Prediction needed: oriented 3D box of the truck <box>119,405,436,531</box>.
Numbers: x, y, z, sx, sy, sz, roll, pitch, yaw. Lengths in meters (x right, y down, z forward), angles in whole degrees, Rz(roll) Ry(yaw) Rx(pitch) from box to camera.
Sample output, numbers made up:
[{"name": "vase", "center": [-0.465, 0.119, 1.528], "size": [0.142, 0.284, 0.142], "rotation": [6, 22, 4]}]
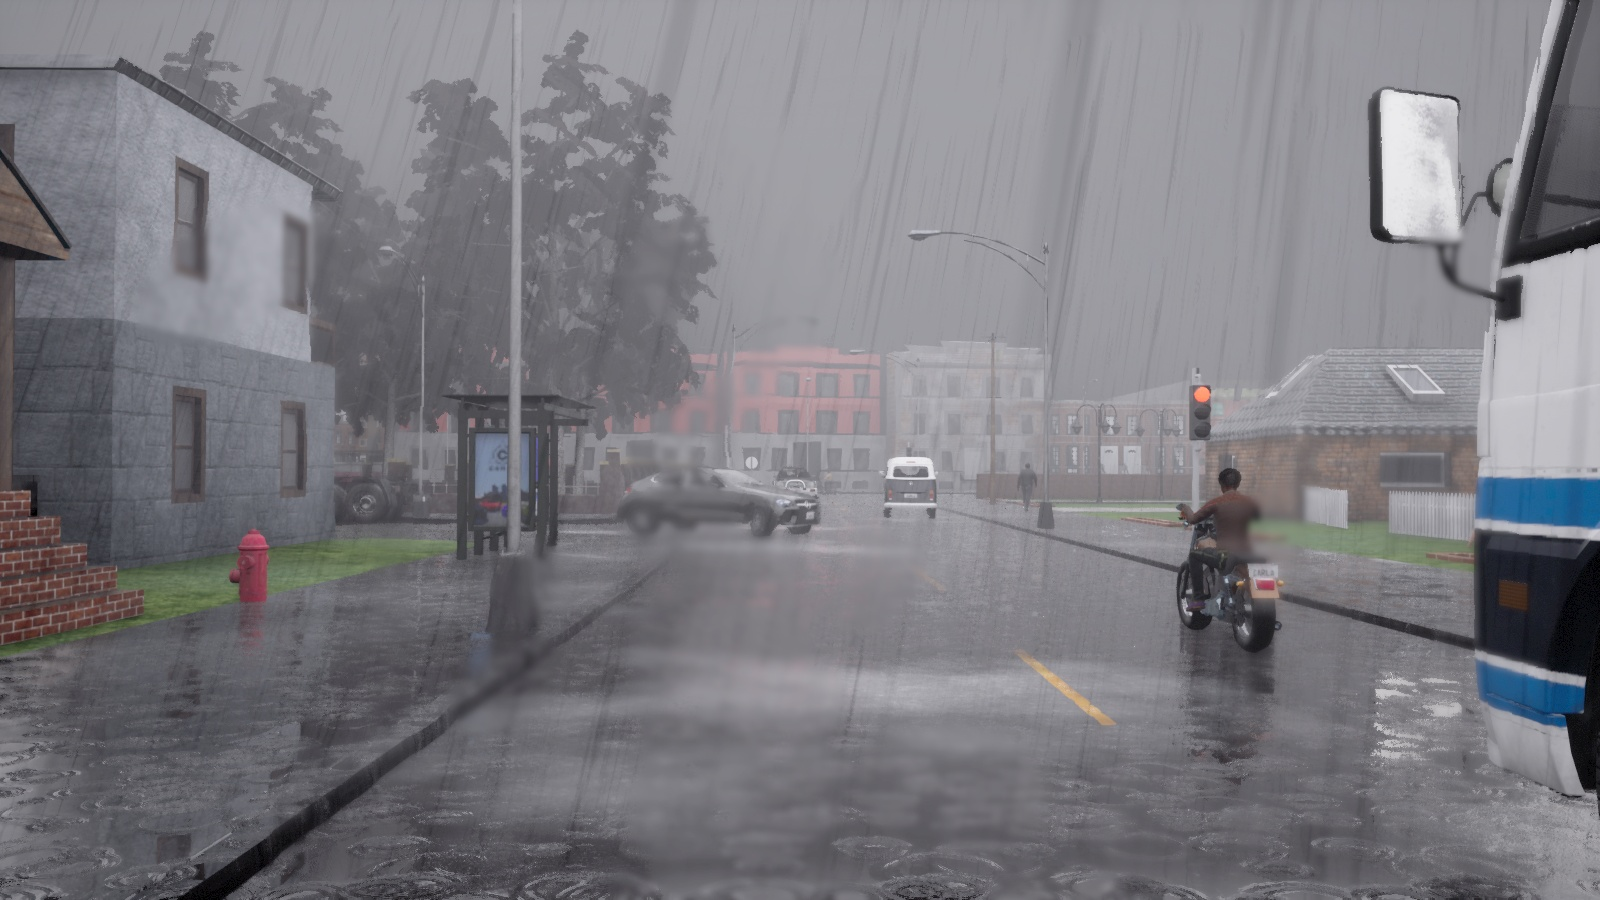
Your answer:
[{"name": "truck", "center": [-14.878, 0.500, 36.276], "size": [7.936, 3.462, 2.891], "rotation": [0, -1, -4]}]

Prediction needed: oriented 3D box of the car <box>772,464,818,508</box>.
[{"name": "car", "center": [-0.262, 1.567, 55.802], "size": [1.932, 1.855, 4.605], "rotation": [0, -1, -2]}]

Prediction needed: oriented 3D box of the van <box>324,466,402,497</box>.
[{"name": "van", "center": [-28.225, 2.041, 81.259], "size": [4.442, 1.987, 1.775], "rotation": [0, -1, 0]}]

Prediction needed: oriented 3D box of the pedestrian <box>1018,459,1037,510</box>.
[{"name": "pedestrian", "center": [8.363, 1.262, 46.181], "size": [0.563, 1.883, 0.849], "rotation": [-1, -1, 18]}]

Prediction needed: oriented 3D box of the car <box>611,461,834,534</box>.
[{"name": "car", "center": [-1.898, 1.111, 30.437], "size": [5.027, 1.651, 2.152], "rotation": [-1, -1, 28]}]

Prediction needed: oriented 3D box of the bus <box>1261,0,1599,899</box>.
[{"name": "bus", "center": [3.998, -0.572, 0.333], "size": [3.944, 4.253, 10.273], "rotation": [0, -1, 0]}]

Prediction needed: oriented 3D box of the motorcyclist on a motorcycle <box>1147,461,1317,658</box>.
[{"name": "motorcyclist on a motorcycle", "center": [3.954, 0.946, 11.733], "size": [0.766, 1.649, 2.350], "rotation": [0, -1, 0]}]

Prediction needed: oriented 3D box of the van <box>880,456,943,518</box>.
[{"name": "van", "center": [3.805, 1.252, 43.554], "size": [2.069, 2.038, 4.480], "rotation": [0, -1, 4]}]
